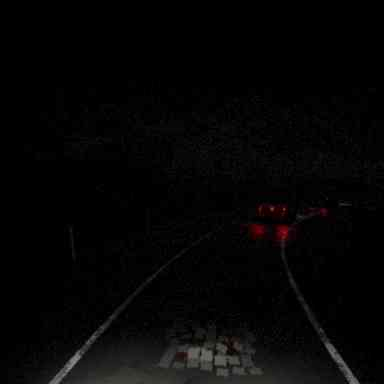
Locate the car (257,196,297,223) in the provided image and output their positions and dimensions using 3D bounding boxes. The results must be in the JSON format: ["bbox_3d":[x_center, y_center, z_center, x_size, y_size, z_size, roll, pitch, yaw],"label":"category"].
[{"bbox_3d":[6.166,1.083,23.734,2.097,1.767,4.553,3,2,25],"label":"car"}]

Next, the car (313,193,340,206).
[{"bbox_3d":[15.575,0.795,38.409,1.812,1.442,4.674,4,4,40],"label":"car"}]
